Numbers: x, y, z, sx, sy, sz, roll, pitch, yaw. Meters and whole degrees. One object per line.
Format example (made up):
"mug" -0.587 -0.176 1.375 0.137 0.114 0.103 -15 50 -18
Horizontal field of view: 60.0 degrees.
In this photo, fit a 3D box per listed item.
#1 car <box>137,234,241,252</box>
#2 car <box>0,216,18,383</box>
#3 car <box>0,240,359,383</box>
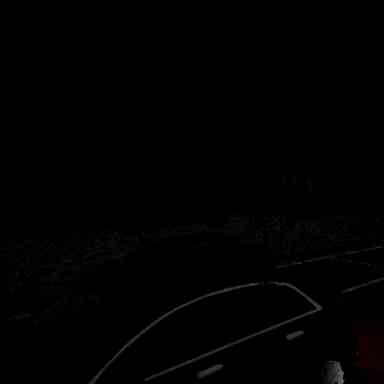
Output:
"car" -0.153 1.572 6.655 4.313 1.339 1.947 0 0 -35
"car" -4.745 1.311 3.380 5.009 1.841 2.192 0 0 -35
"car" -0.322 1.507 3.151 4.892 1.490 1.837 0 0 -35
